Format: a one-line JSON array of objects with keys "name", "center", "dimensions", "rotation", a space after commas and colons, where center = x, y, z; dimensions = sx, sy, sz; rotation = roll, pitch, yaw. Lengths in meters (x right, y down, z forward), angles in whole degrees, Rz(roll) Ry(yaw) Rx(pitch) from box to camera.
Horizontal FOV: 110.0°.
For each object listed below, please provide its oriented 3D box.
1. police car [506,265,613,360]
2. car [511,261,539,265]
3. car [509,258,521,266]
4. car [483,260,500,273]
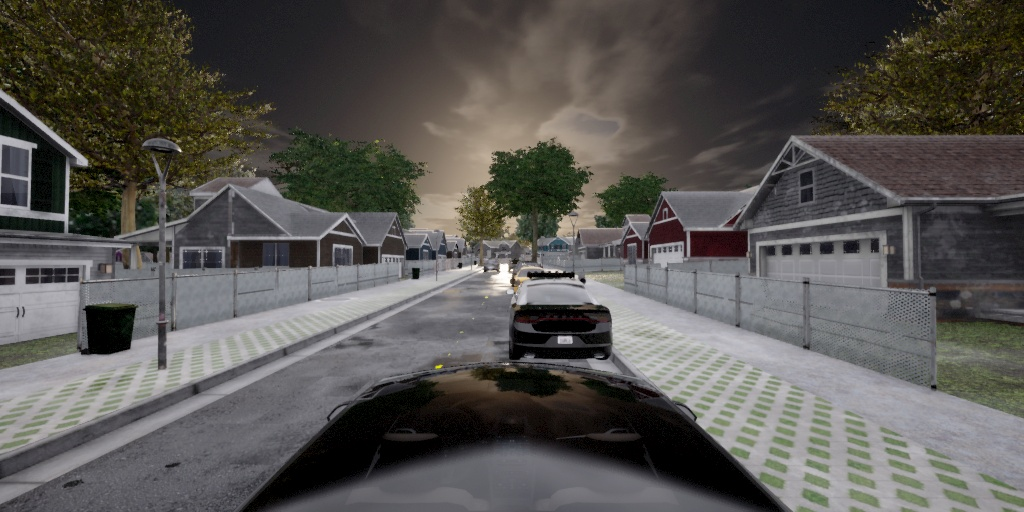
[{"name": "police car", "center": [0.896, 1.176, 8.477], "dimensions": [1.930, 1.638, 5.238], "rotation": [0, 0, 1]}, {"name": "car", "center": [0.987, 1.204, 18.559], "dimensions": [1.801, 1.575, 5.366], "rotation": [0, 0, 1]}, {"name": "car", "center": [1.038, 1.097, 24.339], "dimensions": [2.097, 1.767, 4.553], "rotation": [0, 0, 1]}, {"name": "car", "center": [-2.372, 1.230, 42.902], "dimensions": [2.128, 1.511, 4.902], "rotation": [0, 0, 1]}]
